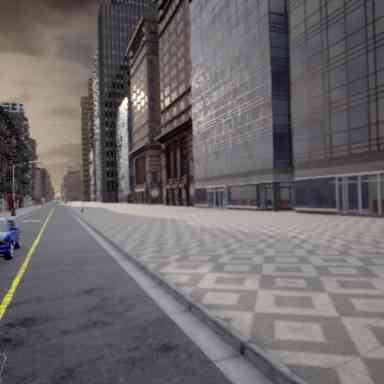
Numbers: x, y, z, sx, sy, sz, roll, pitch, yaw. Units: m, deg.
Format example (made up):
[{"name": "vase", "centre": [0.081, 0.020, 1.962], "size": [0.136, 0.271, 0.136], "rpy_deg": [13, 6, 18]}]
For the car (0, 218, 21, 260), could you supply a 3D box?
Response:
[{"name": "car", "centre": [-8.397, 1.876, 13.948], "size": [1.882, 1.535, 5.008], "rpy_deg": [-1, 0, -22]}]
